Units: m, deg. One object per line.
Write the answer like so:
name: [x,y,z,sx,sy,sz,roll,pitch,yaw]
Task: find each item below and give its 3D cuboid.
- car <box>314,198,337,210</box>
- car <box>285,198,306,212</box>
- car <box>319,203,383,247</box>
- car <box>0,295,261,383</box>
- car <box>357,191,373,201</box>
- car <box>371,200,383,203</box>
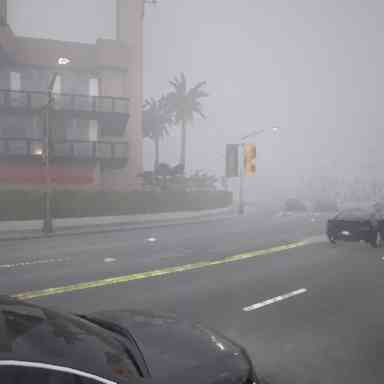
car: [15.620,1.541,38.835,1.837,1.490,4.892,0,0,9]
car: [12.161,1.539,39.372,1.837,1.490,4.892,0,0,9]
car: [7.814,1.479,15.123,1.882,1.535,5.008,0,0,42]
car: [-1.632,1.503,2.115,4.892,1.490,1.837,0,0,-36]
car: [36.778,1.221,72.348,2.185,1.767,4.553,0,0,-14]
car: [16.227,1.561,28.171,1.994,1.385,4.181,0,0,23]
